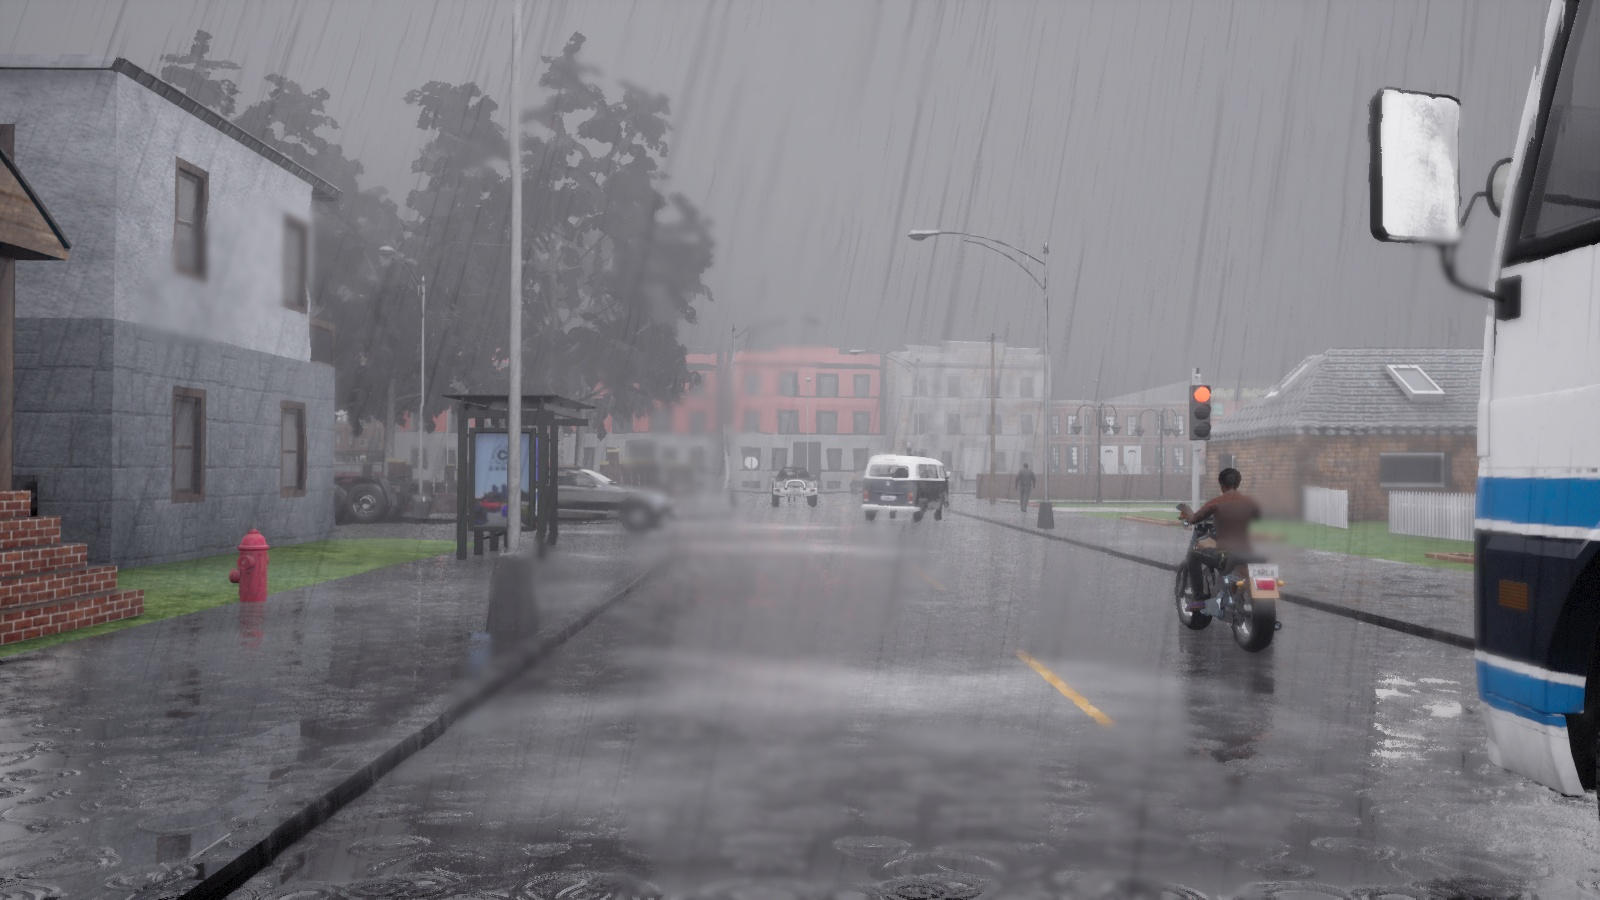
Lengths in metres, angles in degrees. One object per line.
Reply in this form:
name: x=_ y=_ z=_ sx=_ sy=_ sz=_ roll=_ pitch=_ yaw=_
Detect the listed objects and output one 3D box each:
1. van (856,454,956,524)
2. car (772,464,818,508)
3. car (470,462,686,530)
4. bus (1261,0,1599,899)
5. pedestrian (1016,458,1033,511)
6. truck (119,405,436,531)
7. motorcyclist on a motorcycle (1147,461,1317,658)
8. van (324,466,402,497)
van: x=3.406 y=1.188 z=39.648 sx=2.069 sy=2.038 sz=4.480 roll=0 pitch=-1 yaw=19
car: x=-0.262 y=1.567 z=55.802 sx=1.932 sy=1.855 sz=4.605 roll=0 pitch=-1 yaw=-2
car: x=-5.563 y=1.150 z=31.922 sx=5.027 sy=1.651 sz=2.152 roll=0 pitch=-1 yaw=3
bus: x=3.998 y=-0.572 z=0.333 sx=3.944 sy=4.253 sz=10.273 roll=0 pitch=-1 yaw=0
pedestrian: x=8.072 y=1.244 z=45.133 sx=0.563 sy=1.883 sz=0.849 roll=0 pitch=-1 yaw=11
truck: x=-14.878 y=0.500 z=36.276 sx=7.936 sy=3.462 sz=2.891 roll=0 pitch=-1 yaw=-4
motorcyclist on a motorcycle: x=3.954 y=0.946 z=11.733 sx=0.766 sy=1.649 sz=2.350 roll=0 pitch=-1 yaw=0
van: x=-28.225 y=2.041 z=81.259 sx=4.442 sy=1.987 sz=1.775 roll=0 pitch=-1 yaw=0
